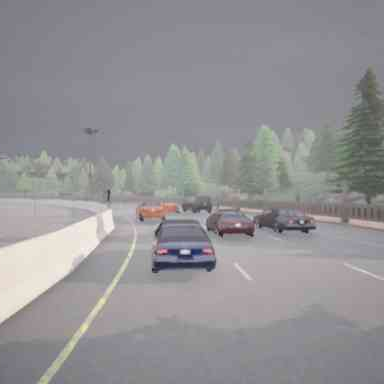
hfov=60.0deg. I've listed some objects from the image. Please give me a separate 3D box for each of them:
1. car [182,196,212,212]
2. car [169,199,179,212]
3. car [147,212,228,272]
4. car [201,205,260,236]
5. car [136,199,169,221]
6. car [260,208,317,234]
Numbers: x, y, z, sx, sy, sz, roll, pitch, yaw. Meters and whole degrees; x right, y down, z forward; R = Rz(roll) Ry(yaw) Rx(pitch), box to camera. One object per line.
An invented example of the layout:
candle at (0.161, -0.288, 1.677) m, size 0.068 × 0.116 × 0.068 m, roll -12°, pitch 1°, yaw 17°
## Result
car at (0.514, 1.441, 38.971) m, size 2.150 × 2.045 × 5.566 m, roll 0°, pitch 0°, yaw -20°
car at (-3.097, 1.570, 38.521) m, size 2.097 × 1.767 × 4.553 m, roll 0°, pitch 0°, yaw -20°
car at (-0.408, 1.610, 11.074) m, size 2.033 × 1.411 × 5.357 m, roll 0°, pitch 0°, yaw -5°
car at (2.043, 1.671, 18.953) m, size 1.994 × 1.385 × 4.181 m, roll 0°, pitch 0°, yaw -9°
car at (-3.661, 1.515, 28.807) m, size 2.097 × 1.767 × 4.553 m, roll 0°, pitch 0°, yaw -14°
car at (5.439, 1.661, 20.192) m, size 2.033 × 1.411 × 5.357 m, roll 0°, pitch 0°, yaw -9°
